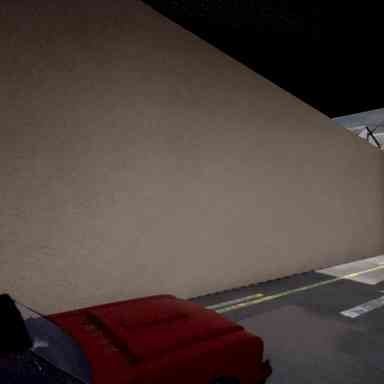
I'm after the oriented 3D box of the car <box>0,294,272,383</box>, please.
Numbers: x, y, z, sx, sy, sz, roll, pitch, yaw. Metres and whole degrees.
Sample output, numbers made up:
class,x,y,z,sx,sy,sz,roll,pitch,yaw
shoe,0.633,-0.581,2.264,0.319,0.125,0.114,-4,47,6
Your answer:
class,x,y,z,sx,sy,sz,roll,pitch,yaw
car,-1.562,1.601,2.677,4.718,1.301,1.895,0,0,-35
